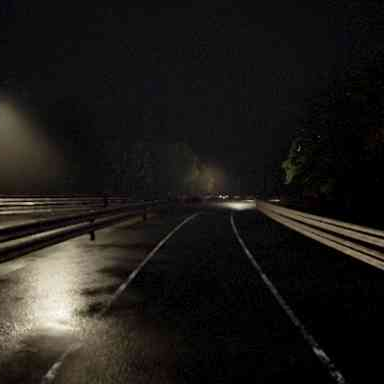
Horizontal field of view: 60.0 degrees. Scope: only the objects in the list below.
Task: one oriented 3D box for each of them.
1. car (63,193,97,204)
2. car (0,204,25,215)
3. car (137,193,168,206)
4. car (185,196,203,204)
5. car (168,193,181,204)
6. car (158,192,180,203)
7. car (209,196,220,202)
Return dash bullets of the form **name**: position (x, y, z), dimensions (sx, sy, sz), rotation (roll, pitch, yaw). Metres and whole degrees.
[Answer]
- **car**: position (-14.335, 0.978, 42.863), dimensions (2.097, 1.767, 4.553), rotation (0, -1, 22)
- **car**: position (-14.565, 1.003, 23.833), dimensions (2.033, 1.411, 5.357), rotation (0, -1, 22)
- **car**: position (-5.613, 1.071, 45.740), dimensions (2.097, 1.767, 4.553), rotation (0, -1, 22)
- **car**: position (0.433, 1.424, 60.648), dimensions (1.882, 1.535, 5.008), rotation (2, 0, 22)
- **car**: position (-3.580, 1.371, 60.123), dimensions (1.837, 1.490, 4.892), rotation (0, -1, 22)
- **car**: position (-4.560, 1.143, 67.068), dimensions (2.150, 2.045, 5.566), rotation (0, -1, 22)
- **car**: position (5.683, 1.721, 83.219), dimensions (1.994, 1.385, 4.181), rotation (0, -1, 22)
